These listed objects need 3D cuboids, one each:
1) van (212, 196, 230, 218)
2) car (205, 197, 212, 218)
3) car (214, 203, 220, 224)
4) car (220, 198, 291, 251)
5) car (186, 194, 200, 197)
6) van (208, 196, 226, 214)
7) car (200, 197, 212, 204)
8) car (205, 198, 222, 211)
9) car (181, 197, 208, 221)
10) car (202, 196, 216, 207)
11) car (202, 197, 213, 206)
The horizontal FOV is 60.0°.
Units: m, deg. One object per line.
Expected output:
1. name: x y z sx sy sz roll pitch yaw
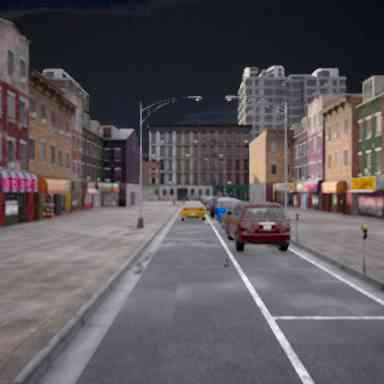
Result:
1. van: 2.637 1.360 25.000 1.690 1.788 3.998 0 0 0
2. car: 2.638 1.338 30.476 2.192 1.841 5.009 0 0 0
3. car: 2.637 1.566 19.525 2.008 1.369 4.403 0 0 0
4. car: 2.636 1.326 14.050 2.192 1.841 5.009 0 0 0
5. car: 0.100 1.255 39.931 2.150 2.045 5.566 0 0 -1
6. van: 2.639 1.368 35.951 1.690 1.788 3.998 0 0 0
7. car: 2.643 1.597 63.329 2.008 1.369 4.403 0 0 0
8. car: 2.640 1.556 41.597 1.752 1.417 4.829 0 0 0
9. car: 0.098 1.498 27.694 1.882 1.535 5.008 0 0 0
10. car: 2.641 1.479 52.378 1.967 1.590 4.097 0 0 0
11. car: 2.642 1.568 58.024 1.752 1.417 4.829 0 0 0
